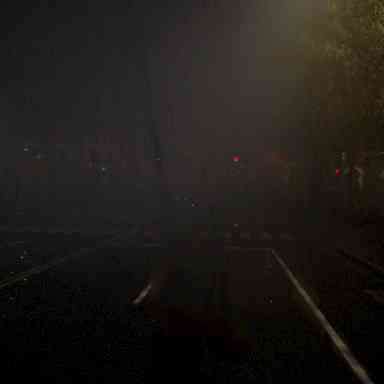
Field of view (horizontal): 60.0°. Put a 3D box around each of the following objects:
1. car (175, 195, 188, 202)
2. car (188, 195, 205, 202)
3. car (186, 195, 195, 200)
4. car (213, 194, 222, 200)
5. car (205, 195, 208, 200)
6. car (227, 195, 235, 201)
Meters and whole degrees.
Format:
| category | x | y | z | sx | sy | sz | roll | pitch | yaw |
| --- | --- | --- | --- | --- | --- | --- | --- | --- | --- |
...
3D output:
| category | x | y | z | sx | sy | sz | roll | pitch | yaw |
| --- | --- | --- | --- | --- | --- | --- | --- | --- | --- |
| car | -2.401 | 1.386 | 71.032 | 2.033 | 1.411 | 5.357 | 1 | 0 | 7 |
| car | 1.074 | 1.432 | 70.618 | 2.033 | 1.411 | 5.357 | 1 | 0 | 7 |
| car | -0.335 | 1.397 | 87.313 | 1.994 | 1.385 | 4.181 | 1 | 0 | 7 |
| car | 6.642 | 1.218 | 86.665 | 2.097 | 1.767 | 4.553 | 1 | 0 | 7 |
| car | 3.140 | 1.416 | 86.891 | 1.812 | 1.442 | 4.674 | 1 | 0 | 7 |
| car | 10.116 | 1.435 | 86.255 | 2.128 | 1.511 | 4.902 | 1 | 0 | 7 |
